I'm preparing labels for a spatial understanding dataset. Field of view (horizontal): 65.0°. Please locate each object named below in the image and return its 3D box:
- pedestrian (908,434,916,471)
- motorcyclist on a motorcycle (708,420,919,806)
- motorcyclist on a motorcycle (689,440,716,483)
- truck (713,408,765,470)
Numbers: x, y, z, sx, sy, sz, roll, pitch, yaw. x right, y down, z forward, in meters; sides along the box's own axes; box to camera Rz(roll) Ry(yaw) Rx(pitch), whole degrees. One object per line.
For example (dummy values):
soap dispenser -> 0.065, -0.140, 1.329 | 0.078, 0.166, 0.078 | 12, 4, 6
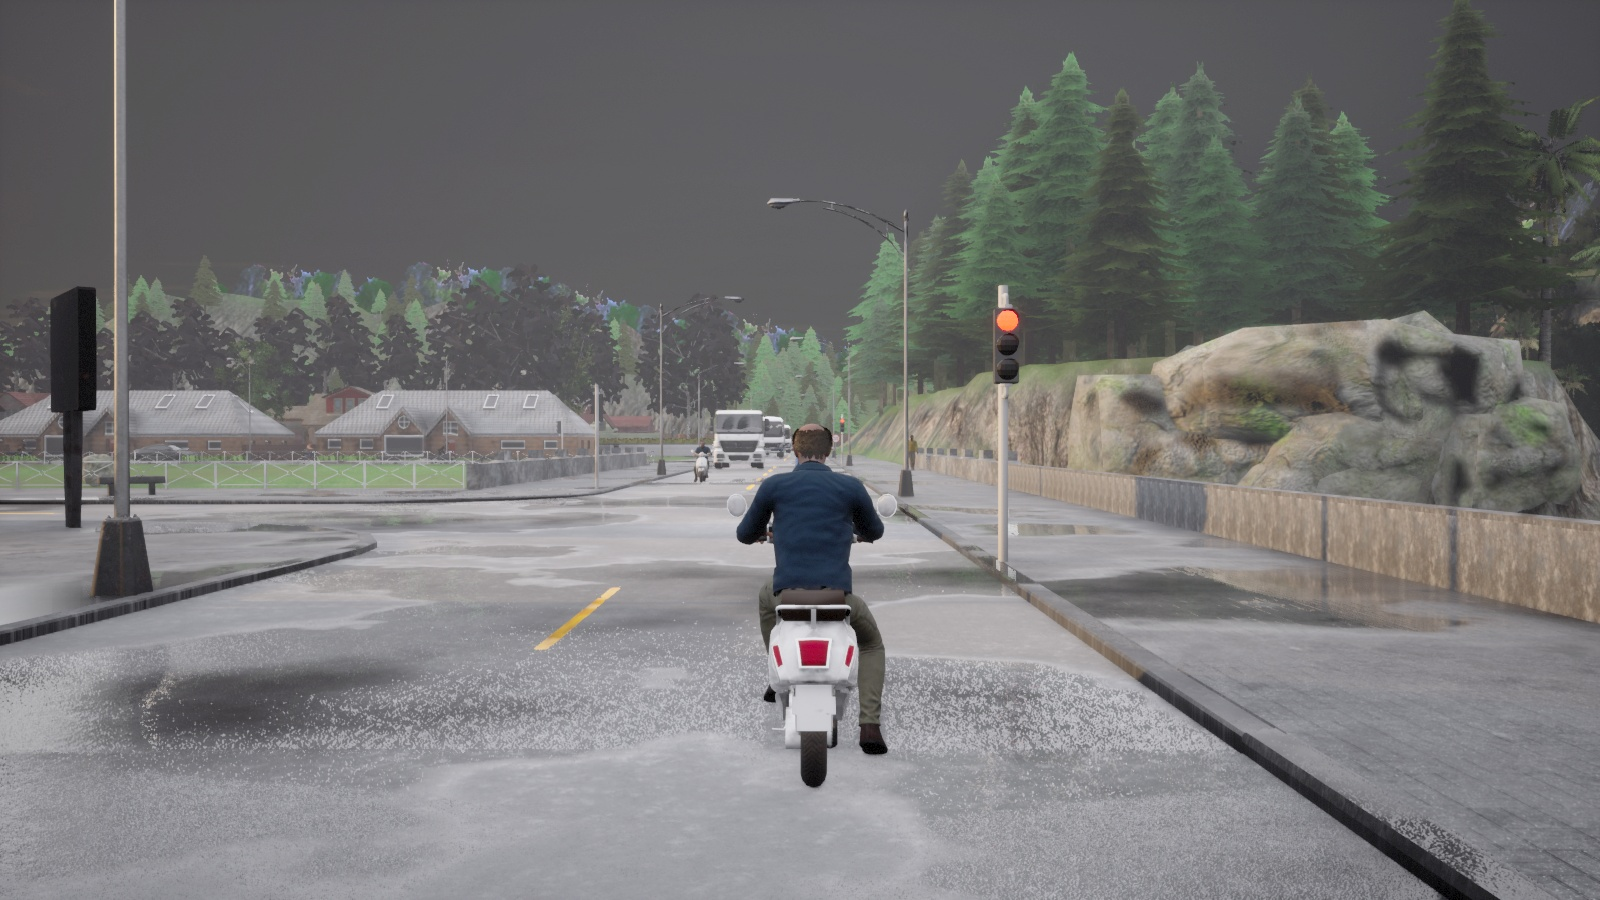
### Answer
pedestrian -> 5.537, 0.112, 61.890 | 0.370, 1.835, 0.726 | 0, 0, 4
motorcyclist on a motorcycle -> 0.059, 0.666, 6.070 | 0.866, 1.590, 1.817 | 0, 0, 0
motorcyclist on a motorcycle -> -3.717, 0.426, 48.000 | 0.866, 1.590, 1.817 | 0, 0, 0
truck -> -3.536, -0.655, 73.929 | 2.891, 3.462, 7.936 | 0, 0, -2
